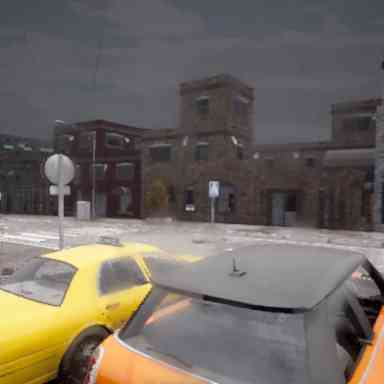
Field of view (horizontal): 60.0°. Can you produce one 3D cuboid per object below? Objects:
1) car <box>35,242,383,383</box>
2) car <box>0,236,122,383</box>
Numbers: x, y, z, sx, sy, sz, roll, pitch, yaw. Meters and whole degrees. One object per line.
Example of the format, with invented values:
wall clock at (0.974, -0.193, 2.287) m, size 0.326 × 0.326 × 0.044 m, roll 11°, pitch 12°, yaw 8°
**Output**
car at (1.130, 1.353, 3.547) m, size 2.185 × 1.767 × 4.553 m, roll 0°, pitch 0°, yaw 36°
car at (-1.120, 1.482, 5.418) m, size 1.946 × 1.575 × 5.366 m, roll 0°, pitch 0°, yaw 36°
